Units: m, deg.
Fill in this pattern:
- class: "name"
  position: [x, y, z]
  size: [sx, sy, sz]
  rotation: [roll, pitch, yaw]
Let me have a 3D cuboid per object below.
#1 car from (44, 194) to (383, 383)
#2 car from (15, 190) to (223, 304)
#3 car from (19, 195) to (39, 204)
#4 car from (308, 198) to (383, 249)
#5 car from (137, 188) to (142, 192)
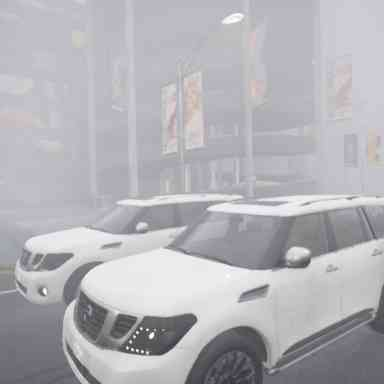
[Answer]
- class: "car"
  position: [1.128, 1.116, 4.837]
  size: [5.566, 2.045, 2.150]
  rotation: [-2, 1, -36]
- class: "car"
  position: [-0.923, 1.117, 7.673]
  size: [5.566, 2.045, 2.150]
  rotation: [-2, 1, -36]
- class: "car"
  position: [-25.685, 1.196, 52.364]
  size: [1.895, 1.301, 4.718]
  rotation: [-2, 1, -36]
- class: "car"
  position: [6.937, 1.116, 13.467]
  size: [4.892, 1.490, 1.837]
  rotation: [-2, 1, -37]
- class: "car"
  position: [-11.233, 0.223, 63.908]
  size: [2.435, 2.045, 5.566]
  rotation: [-2, 1, -36]
